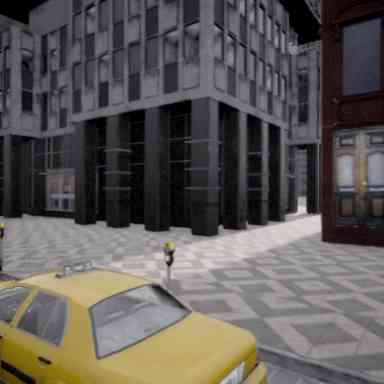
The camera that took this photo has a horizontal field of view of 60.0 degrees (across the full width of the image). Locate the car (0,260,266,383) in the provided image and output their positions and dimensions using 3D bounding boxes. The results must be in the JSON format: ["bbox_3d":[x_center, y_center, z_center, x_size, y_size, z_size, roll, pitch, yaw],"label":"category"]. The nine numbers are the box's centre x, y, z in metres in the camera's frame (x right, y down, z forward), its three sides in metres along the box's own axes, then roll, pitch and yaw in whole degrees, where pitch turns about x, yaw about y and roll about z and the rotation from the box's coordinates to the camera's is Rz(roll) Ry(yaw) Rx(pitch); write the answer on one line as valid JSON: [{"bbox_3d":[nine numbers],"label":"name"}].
[{"bbox_3d":[-1.570,1.524,4.077,4.829,1.417,1.752,0,0,35],"label":"car"}]
